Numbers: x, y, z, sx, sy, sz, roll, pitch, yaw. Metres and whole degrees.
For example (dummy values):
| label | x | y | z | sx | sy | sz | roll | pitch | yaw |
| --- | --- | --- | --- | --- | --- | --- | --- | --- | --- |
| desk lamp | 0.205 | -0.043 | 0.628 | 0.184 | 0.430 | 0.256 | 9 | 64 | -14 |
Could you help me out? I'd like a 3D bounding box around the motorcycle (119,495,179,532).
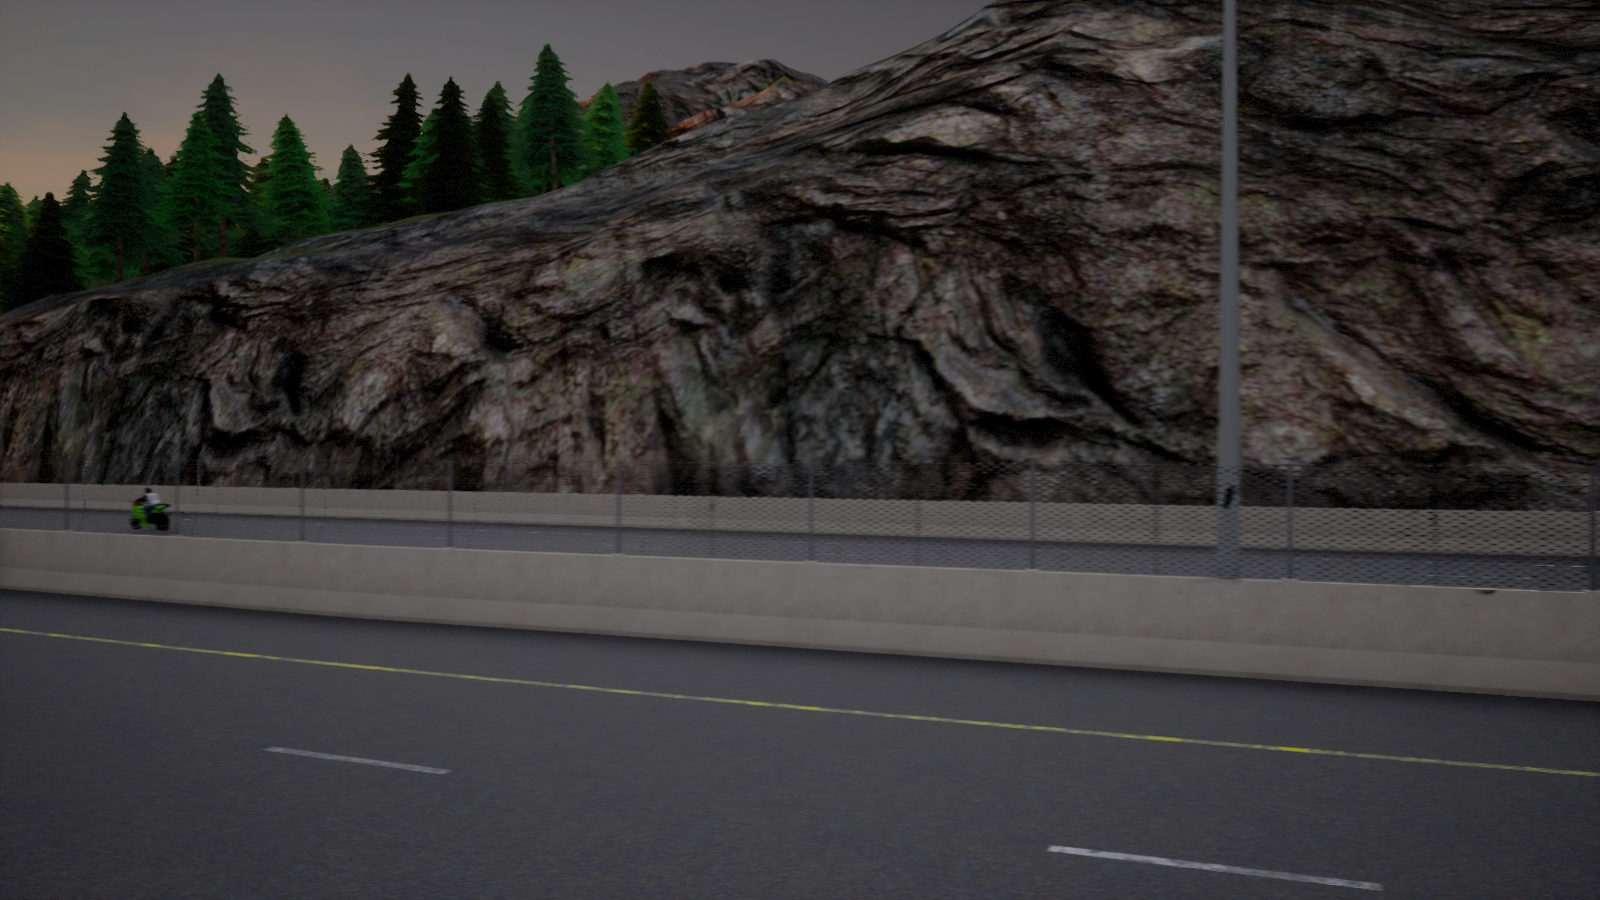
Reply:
| label | x | y | z | sx | sy | sz | roll | pitch | yaw |
| --- | --- | --- | --- | --- | --- | --- | --- | --- | --- |
| motorcycle | -22.793 | 2.218 | 40.022 | 2.033 | 1.217 | 0.803 | 0 | 0 | 25 |
